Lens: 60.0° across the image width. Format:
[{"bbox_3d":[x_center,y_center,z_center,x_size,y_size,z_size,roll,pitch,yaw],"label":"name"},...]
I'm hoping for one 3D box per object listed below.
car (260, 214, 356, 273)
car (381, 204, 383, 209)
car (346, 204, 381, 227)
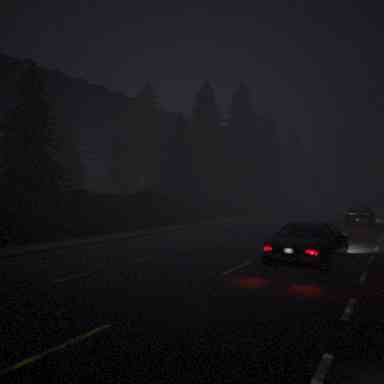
[{"bbox_3d":[4.012,1.691,11.283,2.033,1.411,5.357,-1,-1,33],"label":"car"},{"bbox_3d":[33.136,2.192,54.653,4.718,1.301,1.895,0,-1,-19],"label":"car"},{"bbox_3d":[13.132,1.790,25.839,2.128,1.511,4.902,-1,-1,32],"label":"car"}]
